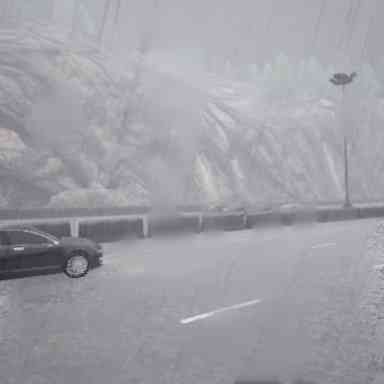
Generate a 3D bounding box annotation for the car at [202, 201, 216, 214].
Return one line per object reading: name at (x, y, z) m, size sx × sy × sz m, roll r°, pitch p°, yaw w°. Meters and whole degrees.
car at (3.480, 1.787, 41.475) m, size 4.553 × 1.767 × 2.097 m, roll 0°, pitch -1°, yaw -37°

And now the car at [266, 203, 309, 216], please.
car at (9.913, 1.851, 33.171) m, size 4.674 × 1.442 × 1.812 m, roll 0°, pitch -1°, yaw -37°

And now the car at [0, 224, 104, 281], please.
car at (-4.828, 1.625, 8.876) m, size 4.892 × 1.490 × 1.837 m, roll 0°, pitch -1°, yaw -37°

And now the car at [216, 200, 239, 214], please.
car at (5.633, 1.893, 38.712) m, size 4.902 × 1.511 × 2.128 m, roll 0°, pitch -1°, yaw -37°

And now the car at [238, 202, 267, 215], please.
car at (7.929, 1.920, 36.056) m, size 5.357 × 1.411 × 2.033 m, roll 0°, pitch -1°, yaw -37°
